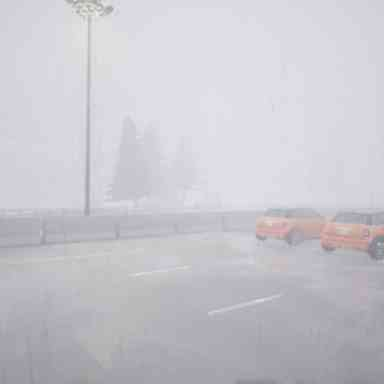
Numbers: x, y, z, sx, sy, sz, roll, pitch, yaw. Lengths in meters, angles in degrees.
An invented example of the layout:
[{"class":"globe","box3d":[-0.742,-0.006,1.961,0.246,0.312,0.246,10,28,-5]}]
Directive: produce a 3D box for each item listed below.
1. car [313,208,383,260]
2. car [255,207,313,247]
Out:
[{"class":"car","box3d":[7.267,1.501,13.329,4.553,1.767,2.097,1,-1,-35]},{"class":"car","box3d":[5.234,1.500,16.178,4.553,1.767,2.097,1,-1,-35]}]
